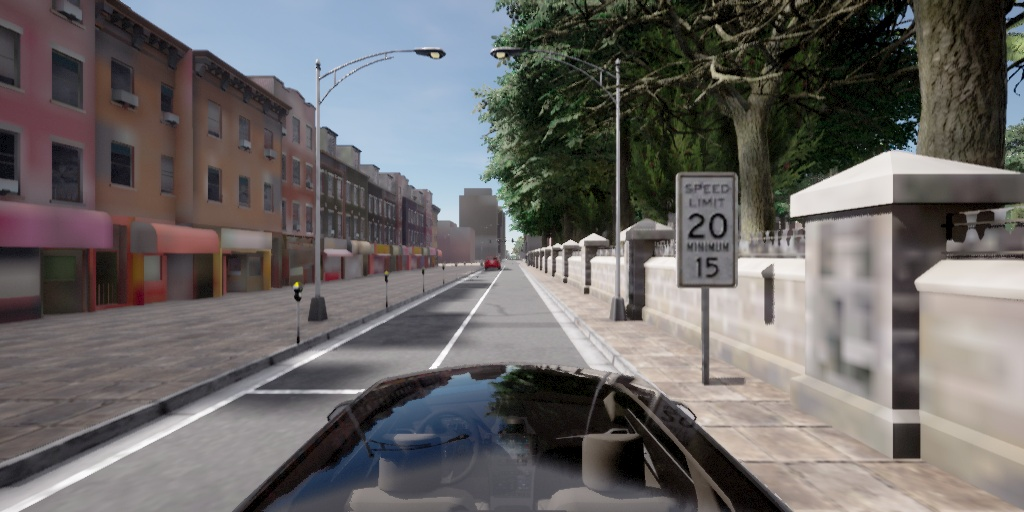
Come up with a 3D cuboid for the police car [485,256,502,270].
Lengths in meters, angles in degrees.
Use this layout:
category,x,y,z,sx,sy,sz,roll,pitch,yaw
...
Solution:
category,x,y,z,sx,sy,sz,roll,pitch,yaw
police car,-2.750,1.183,52.099,1.930,1.638,5.238,0,0,0
